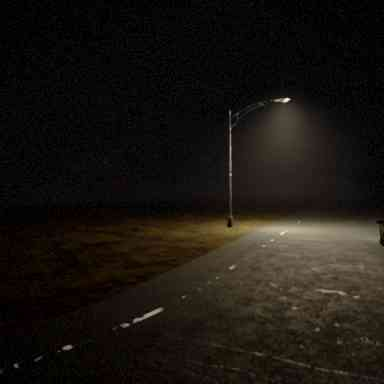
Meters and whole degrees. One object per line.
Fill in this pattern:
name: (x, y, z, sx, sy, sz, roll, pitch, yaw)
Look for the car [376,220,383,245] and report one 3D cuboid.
car: (7.996, 1.464, 12.041, 1.837, 1.490, 4.892, -1, 0, 24)
